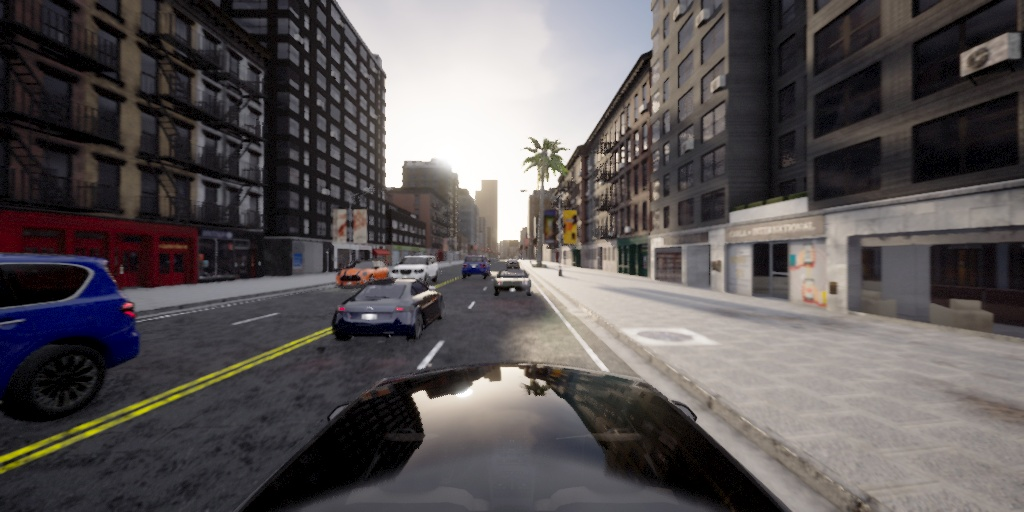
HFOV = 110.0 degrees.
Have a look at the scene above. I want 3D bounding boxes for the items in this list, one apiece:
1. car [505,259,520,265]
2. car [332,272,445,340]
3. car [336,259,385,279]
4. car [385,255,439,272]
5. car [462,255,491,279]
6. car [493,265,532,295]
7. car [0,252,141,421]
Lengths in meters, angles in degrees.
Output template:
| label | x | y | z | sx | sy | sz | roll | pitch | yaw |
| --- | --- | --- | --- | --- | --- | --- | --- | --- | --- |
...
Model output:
| label | x | y | z | sx | sy | sz | roll | pitch | yaw |
| --- | --- | --- | --- | --- | --- | --- | --- | --- | --- |
| car | 0.086 | 1.223 | 48.996 | 1.837 | 1.490 | 4.892 | 0 | 0 | 0 |
| car | -3.153 | 1.309 | 9.931 | 1.994 | 1.385 | 4.181 | 0 | 0 | 0 |
| car | -9.821 | 1.083 | 23.965 | 2.097 | 1.767 | 4.553 | 0 | 0 | 0 |
| car | -6.565 | 0.956 | 24.870 | 2.150 | 2.045 | 5.566 | 0 | 0 | 0 |
| car | -3.159 | 0.950 | 32.429 | 2.150 | 2.045 | 5.566 | 0 | 0 | 0 |
| car | 0.047 | 1.338 | 19.434 | 1.895 | 1.301 | 4.718 | 0 | 0 | 1 |
| car | -6.578 | 0.972 | 2.926 | 2.150 | 2.045 | 5.566 | 0 | 0 | 0 |
